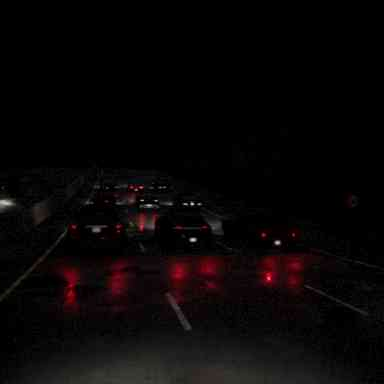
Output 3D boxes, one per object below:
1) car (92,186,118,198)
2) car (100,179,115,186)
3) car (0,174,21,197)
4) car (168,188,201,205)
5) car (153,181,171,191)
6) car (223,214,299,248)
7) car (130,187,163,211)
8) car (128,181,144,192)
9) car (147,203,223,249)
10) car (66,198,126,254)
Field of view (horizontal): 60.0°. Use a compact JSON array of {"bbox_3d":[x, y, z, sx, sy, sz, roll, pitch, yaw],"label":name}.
[{"bbox_3d":[-7.424,0.670,28.529,1.837,1.490,4.892,1,5,-13],"label":"car"},{"bbox_3d":[-10.856,-0.950,42.909,1.812,1.442,4.674,1,7,-14],"label":"car"},{"bbox_3d":[-19.753,-0.750,34.950,2.150,2.045,5.566,1,7,-13],"label":"car"},{"bbox_3d":[-0.555,0.844,29.881,2.033,1.411,5.357,1,5,-13],"label":"car"},{"bbox_3d":[-4.051,-0.820,44.546,2.033,1.411,5.357,1,7,-14],"label":"car"},{"bbox_3d":[2.913,1.685,15.507,1.895,1.301,4.718,1,1,-14],"label":"car"},{"bbox_3d":[-4.019,0.711,29.339,2.128,1.511,4.902,1,5,-13],"label":"car"},{"bbox_3d":[-7.463,-0.825,43.764,1.895,1.301,4.718,1,7,-14],"label":"car"},{"bbox_3d":[-0.525,1.517,14.846,2.128,1.511,4.902,1,1,-14],"label":"car"},{"bbox_3d":[-3.872,1.325,13.805,2.097,1.767,4.553,1,1,-14],"label":"car"}]
